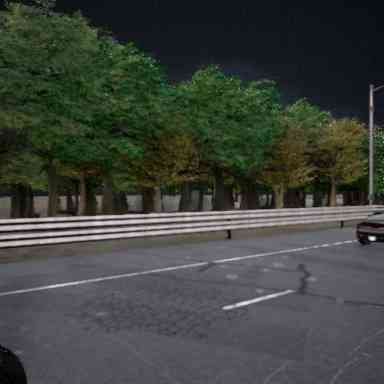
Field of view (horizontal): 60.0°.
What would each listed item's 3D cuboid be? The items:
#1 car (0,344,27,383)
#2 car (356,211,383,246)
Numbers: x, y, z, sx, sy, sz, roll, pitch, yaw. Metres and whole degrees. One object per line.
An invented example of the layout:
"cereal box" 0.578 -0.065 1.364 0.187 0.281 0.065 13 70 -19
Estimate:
"car" -3.403 1.466 1.316 5.008 1.535 1.882 0 0 -36
"car" 9.085 1.593 14.561 4.892 1.490 1.837 0 0 -36
